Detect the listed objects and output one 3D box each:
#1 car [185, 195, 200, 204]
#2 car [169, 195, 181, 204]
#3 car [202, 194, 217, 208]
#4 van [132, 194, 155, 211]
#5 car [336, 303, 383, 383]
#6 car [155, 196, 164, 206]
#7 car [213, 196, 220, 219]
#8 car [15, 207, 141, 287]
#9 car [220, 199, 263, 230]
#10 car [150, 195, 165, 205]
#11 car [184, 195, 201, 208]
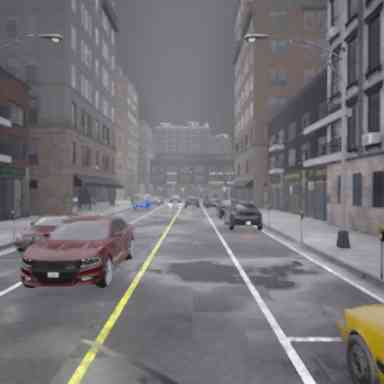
[{"bbox_3d":[0.124,1.240,55.664,1.994,1.385,4.181,0,0,5],"label":"car"},{"bbox_3d":[-2.783,1.199,56.524,1.812,1.442,4.674,0,0,0],"label":"car"},{"bbox_3d":[2.615,1.322,41.734,1.947,1.339,4.313,0,0,0],"label":"car"},{"bbox_3d":[-5.407,1.130,36.067,1.690,1.788,3.998,0,0,0],"label":"van"},{"bbox_3d":[2.636,1.511,2.271,1.752,1.417,4.829,0,0,0],"label":"car"},{"bbox_3d":[-5.413,1.274,47.391,2.008,1.369,4.403,0,0,0],"label":"car"},{"bbox_3d":[3.000,1.318,27.122,1.882,1.535,5.008,0,0,0],"label":"car"},{"bbox_3d":[-2.855,1.422,9.335,1.882,1.535,5.008,0,0,0],"label":"car"},{"bbox_3d":[3.010,1.385,20.122,1.837,1.490,4.892,0,0,0],"label":"car"},{"bbox_3d":[-5.416,1.257,53.054,1.947,1.339,4.313,0,0,0],"label":"car"},{"bbox_3d":[0.034,1.251,43.540,1.837,1.490,4.892,0,0,0],"label":"car"}]
